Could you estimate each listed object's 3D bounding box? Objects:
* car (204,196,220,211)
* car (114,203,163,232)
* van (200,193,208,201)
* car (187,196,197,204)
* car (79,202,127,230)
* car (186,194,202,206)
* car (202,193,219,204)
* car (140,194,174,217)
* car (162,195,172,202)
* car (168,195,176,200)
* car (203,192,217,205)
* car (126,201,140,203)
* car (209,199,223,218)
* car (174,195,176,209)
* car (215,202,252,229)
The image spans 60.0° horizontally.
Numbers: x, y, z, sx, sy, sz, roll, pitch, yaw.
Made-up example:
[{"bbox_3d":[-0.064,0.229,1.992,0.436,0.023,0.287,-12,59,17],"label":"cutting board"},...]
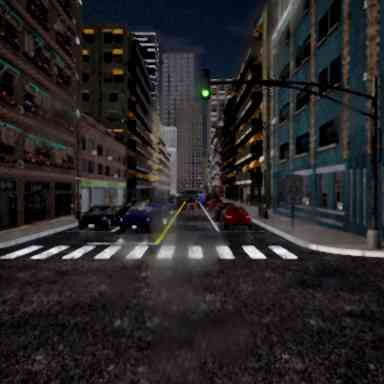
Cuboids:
[{"bbox_3d":[2.690,1.472,37.514,1.887,1.381,4.507,0,0,0],"label":"car"},{"bbox_3d":[-3.096,1.559,20.099,1.895,1.301,4.718,0,0,0],"label":"car"},{"bbox_3d":[2.694,1.211,76.179,1.690,1.788,3.998,-1,0,0],"label":"van"},{"bbox_3d":[0.011,1.417,60.407,1.812,1.442,4.674,0,0,0],"label":"car"},{"bbox_3d":[-5.693,1.523,20.958,1.947,1.339,4.313,0,0,0],"label":"car"},{"bbox_3d":[0.008,1.397,51.233,2.128,1.511,4.902,0,0,0],"label":"car"},{"bbox_3d":[3.116,1.133,51.541,2.150,2.045,5.566,0,0,0],"label":"car"},{"bbox_3d":[-3.091,1.292,30.094,2.097,1.767,4.553,0,0,0],"label":"car"},{"bbox_3d":[-5.685,1.396,76.023,1.752,1.417,4.829,0,0,0],"label":"car"},{"bbox_3d":[-5.681,1.416,92.763,1.947,1.339,4.313,0,0,0],"label":"car"},{"bbox_3d":[3.117,1.114,58.541,2.150,2.045,5.566,0,0,0],"label":"car"},{"bbox_3d":[-5.691,1.503,32.005,1.947,1.339,4.313,0,0,0],"label":"car"},{"bbox_3d":[2.689,1.512,26.468,1.947,1.339,4.313,0,0,0],"label":"car"},{"bbox_3d":[-3.082,1.449,40.306,1.812,1.442,4.674,0,0,0],"label":"car"},{"bbox_3d":[2.688,1.539,20.944,1.802,1.307,4.206,0,0,0],"label":"car"}]
